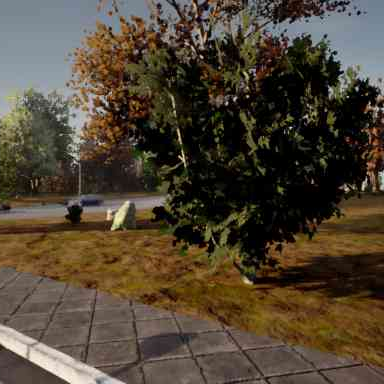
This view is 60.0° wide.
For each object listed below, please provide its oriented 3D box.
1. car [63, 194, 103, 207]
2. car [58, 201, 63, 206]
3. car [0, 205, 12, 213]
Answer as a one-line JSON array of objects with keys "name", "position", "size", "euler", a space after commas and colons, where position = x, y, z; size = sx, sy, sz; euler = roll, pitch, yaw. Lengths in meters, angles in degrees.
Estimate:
[{"name": "car", "position": [-14.165, 1.114, 44.303], "size": [2.097, 1.767, 4.553], "euler": [0, 1, 39]}, {"name": "car", "position": [-16.197, 1.280, 47.355], "size": [2.033, 1.411, 5.357], "euler": [0, 2, 39]}, {"name": "car", "position": [-21.777, 1.646, 34.907], "size": [1.895, 1.301, 4.718], "euler": [0, 1, 39]}]
